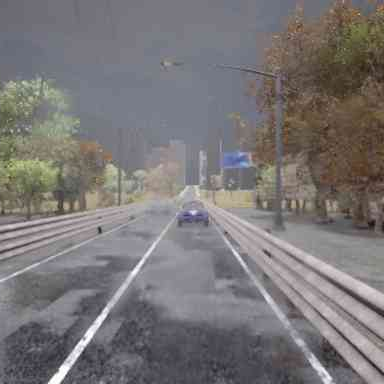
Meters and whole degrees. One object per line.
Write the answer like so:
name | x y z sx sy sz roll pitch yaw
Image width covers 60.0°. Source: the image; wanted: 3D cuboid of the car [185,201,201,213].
car | 0.090 1.850 42.765 1.994 1.385 4.181 0 0 0

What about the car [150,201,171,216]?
car | -3.349 1.751 35.626 1.812 1.442 4.674 0 0 0

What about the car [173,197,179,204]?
car | -3.299 1.986 76.742 2.128 1.511 4.902 0 0 0

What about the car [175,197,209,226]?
car | 0.097 1.483 24.405 2.097 1.767 4.553 0 0 0
